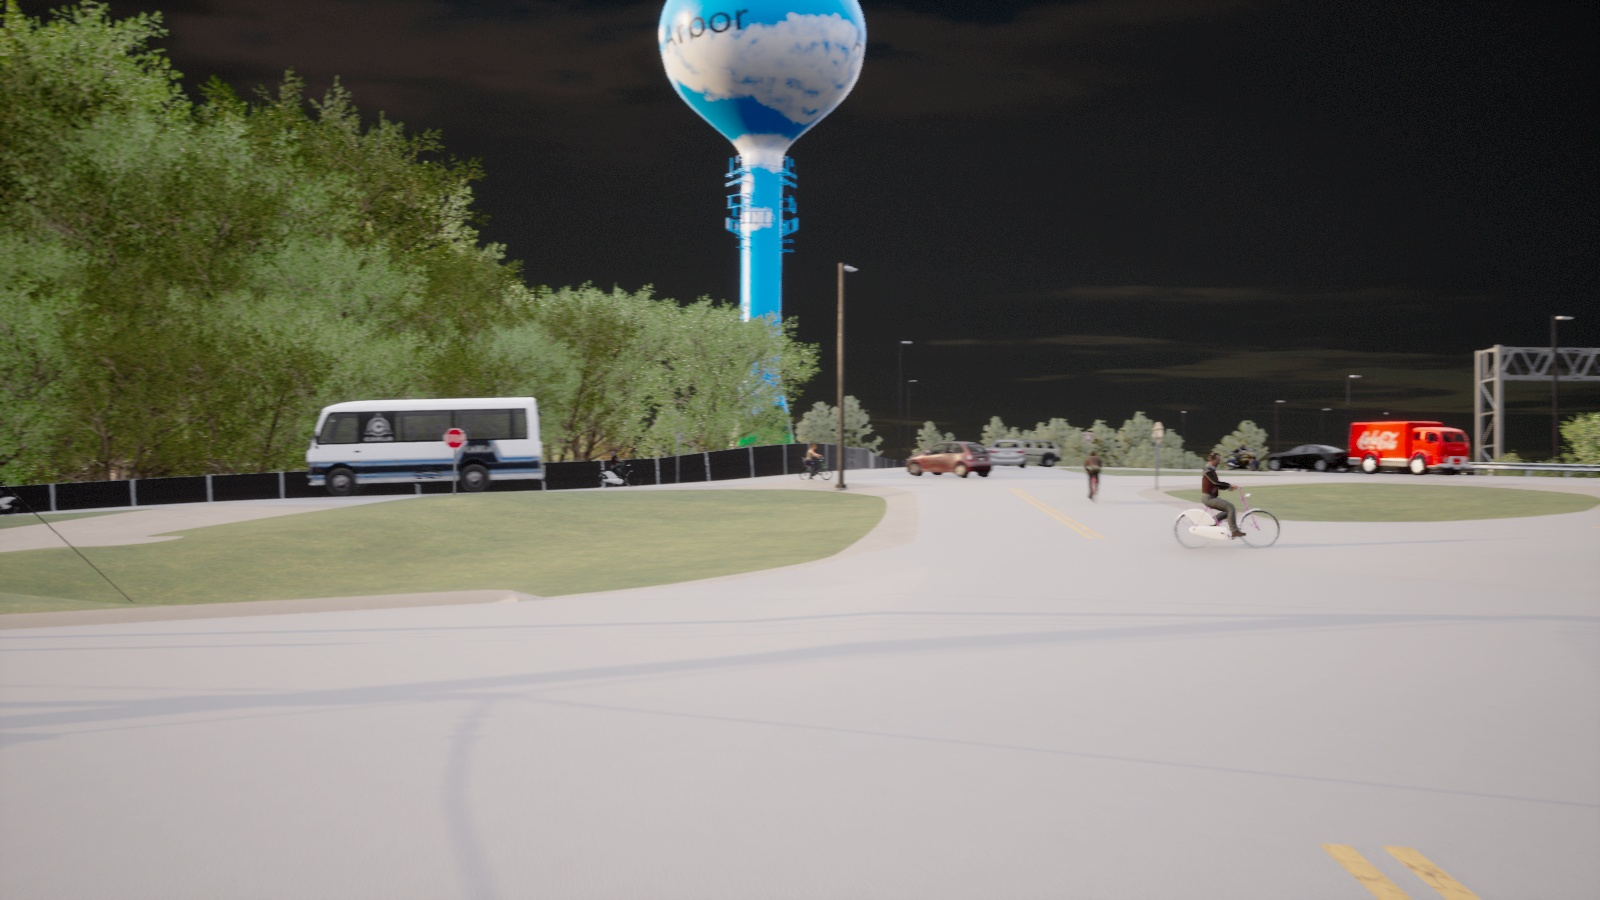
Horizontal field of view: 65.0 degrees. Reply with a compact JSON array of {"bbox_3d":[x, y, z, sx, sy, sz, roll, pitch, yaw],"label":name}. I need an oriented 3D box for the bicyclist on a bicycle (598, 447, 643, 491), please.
[{"bbox_3d":[-7.733,0.822,54.261,1.843,1.776,0.659,-3,-1,-7],"label":"bicyclist on a bicycle"}]

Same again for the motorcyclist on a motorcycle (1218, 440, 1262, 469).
[{"bbox_3d":[23.721,0.252,67.736,0.866,1.530,2.191,1,-1,-29],"label":"motorcyclist on a motorcycle"}]

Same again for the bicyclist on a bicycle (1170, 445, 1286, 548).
[{"bbox_3d":[7.785,0.864,22.872,1.843,1.776,0.659,-3,-5,25],"label":"bicyclist on a bicycle"}]

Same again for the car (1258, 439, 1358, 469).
[{"bbox_3d":[27.521,0.232,68.193,1.882,1.535,5.008,1,-1,-28],"label":"car"}]

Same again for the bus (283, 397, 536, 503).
[{"bbox_3d":[-17.276,0.014,56.437,10.273,4.253,3.944,-2,-2,-10],"label":"bus"}]

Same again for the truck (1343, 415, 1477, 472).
[{"bbox_3d":[28.169,-0.296,58.243,2.627,2.467,5.204,0,0,-20],"label":"truck"}]

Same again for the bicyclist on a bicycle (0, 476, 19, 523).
[{"bbox_3d":[-31.064,1.945,48.053,1.843,1.776,0.659,-4,1,-42],"label":"bicyclist on a bicycle"}]

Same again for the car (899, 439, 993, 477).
[{"bbox_3d":[6.606,0.323,57.101,1.851,1.617,3.988,-2,1,-44],"label":"car"}]

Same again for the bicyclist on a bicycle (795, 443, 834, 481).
[{"bbox_3d":[0.630,0.537,55.347,1.509,1.612,0.866,-2,-1,-10],"label":"bicyclist on a bicycle"}]

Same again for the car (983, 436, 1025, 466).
[{"bbox_3d":[11.977,0.059,73.906,2.242,1.667,4.611,0,0,7],"label":"car"}]

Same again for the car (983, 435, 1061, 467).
[{"bbox_3d":[14.597,0.075,82.682,4.605,1.855,1.932,2,-2,-7],"label":"car"}]
